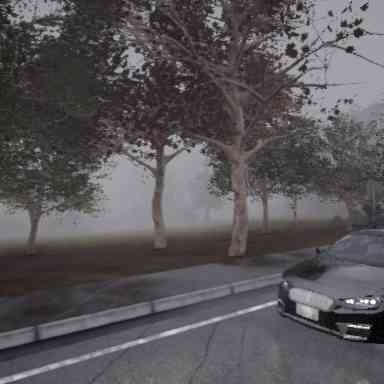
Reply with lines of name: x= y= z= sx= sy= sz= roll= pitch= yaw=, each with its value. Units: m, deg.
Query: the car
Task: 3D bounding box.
car: x=3.688 y=1.497 z=6.312 sx=4.902 sy=1.511 sz=2.128 roll=0 pitch=0 yaw=-35
